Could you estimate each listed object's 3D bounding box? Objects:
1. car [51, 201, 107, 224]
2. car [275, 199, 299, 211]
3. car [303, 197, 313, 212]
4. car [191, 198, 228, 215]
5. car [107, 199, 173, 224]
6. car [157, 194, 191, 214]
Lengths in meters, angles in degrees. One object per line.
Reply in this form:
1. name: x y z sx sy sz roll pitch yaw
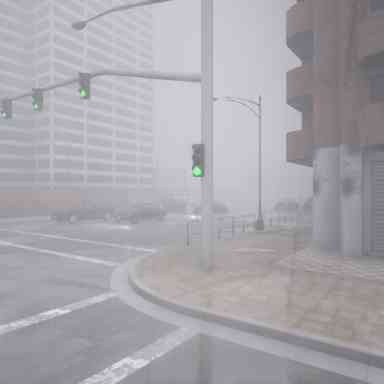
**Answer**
1. car: -8.118 1.477 25.195 1.882 1.535 5.008 0 0 35
2. car: 11.648 1.526 40.701 1.812 1.442 4.674 0 0 35
3. car: 14.527 1.352 38.682 2.097 1.767 4.553 0 0 35
4. car: 1.881 1.564 33.234 1.994 1.385 4.181 0 0 36
5. car: -3.817 1.526 25.182 1.812 1.442 4.674 0 0 35
6. car: -2.541 1.352 33.063 2.097 1.767 4.553 0 0 35
